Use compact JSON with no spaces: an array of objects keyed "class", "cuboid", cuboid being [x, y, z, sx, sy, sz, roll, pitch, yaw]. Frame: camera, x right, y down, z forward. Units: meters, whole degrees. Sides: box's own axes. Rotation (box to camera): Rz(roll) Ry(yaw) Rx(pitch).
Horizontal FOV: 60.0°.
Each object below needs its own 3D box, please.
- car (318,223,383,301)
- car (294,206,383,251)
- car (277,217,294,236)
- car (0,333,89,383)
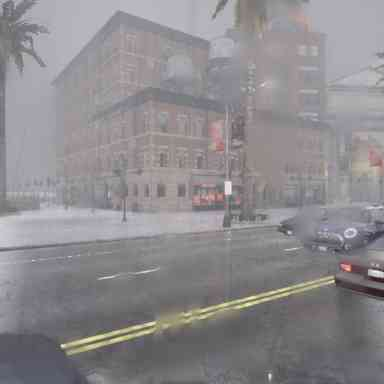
[{"class":"car","cuboid":[5.434,1.547,7.572,5.357,1.411,2.033,0,0,-35]},{"class":"car","cuboid":[6.319,1.352,12.709,4.553,1.767,2.097,0,0,-35]},{"class":"car","cuboid":[6.829,1.548,17.339,5.357,1.411,2.033,0,0,-35]},{"class":"car","cuboid":[-3.134,1.547,1.445,5.357,1.411,2.033,0,0,-37]}]
